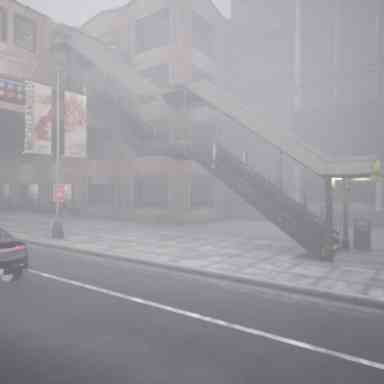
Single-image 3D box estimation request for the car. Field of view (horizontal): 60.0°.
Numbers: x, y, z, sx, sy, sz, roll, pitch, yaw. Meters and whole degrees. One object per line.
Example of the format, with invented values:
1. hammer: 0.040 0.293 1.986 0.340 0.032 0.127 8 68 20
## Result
1. car: -5.949 1.421 8.202 4.902 1.511 2.128 1 0 36
